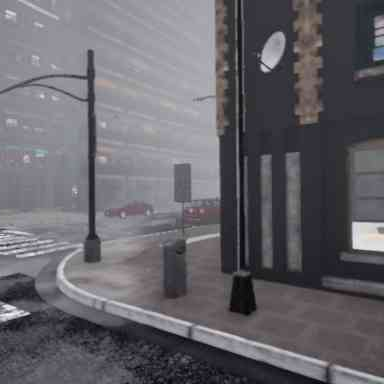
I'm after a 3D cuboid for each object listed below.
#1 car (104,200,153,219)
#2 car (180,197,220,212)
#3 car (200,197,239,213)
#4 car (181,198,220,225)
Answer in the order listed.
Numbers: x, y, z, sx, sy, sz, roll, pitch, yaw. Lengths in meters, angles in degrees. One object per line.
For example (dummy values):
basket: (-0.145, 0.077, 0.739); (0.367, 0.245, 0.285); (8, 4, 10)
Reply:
car: (-5.099, 1.355, 27.128); (1.887, 1.381, 4.507); (0, 0, 36)
car: (0.918, 1.281, 35.243); (2.008, 1.369, 4.403); (0, 0, 36)
car: (2.850, 1.261, 33.502); (1.994, 1.385, 4.181); (-1, 0, 36)
car: (1.119, 1.142, 21.090); (1.967, 1.590, 4.097); (0, 0, 36)
